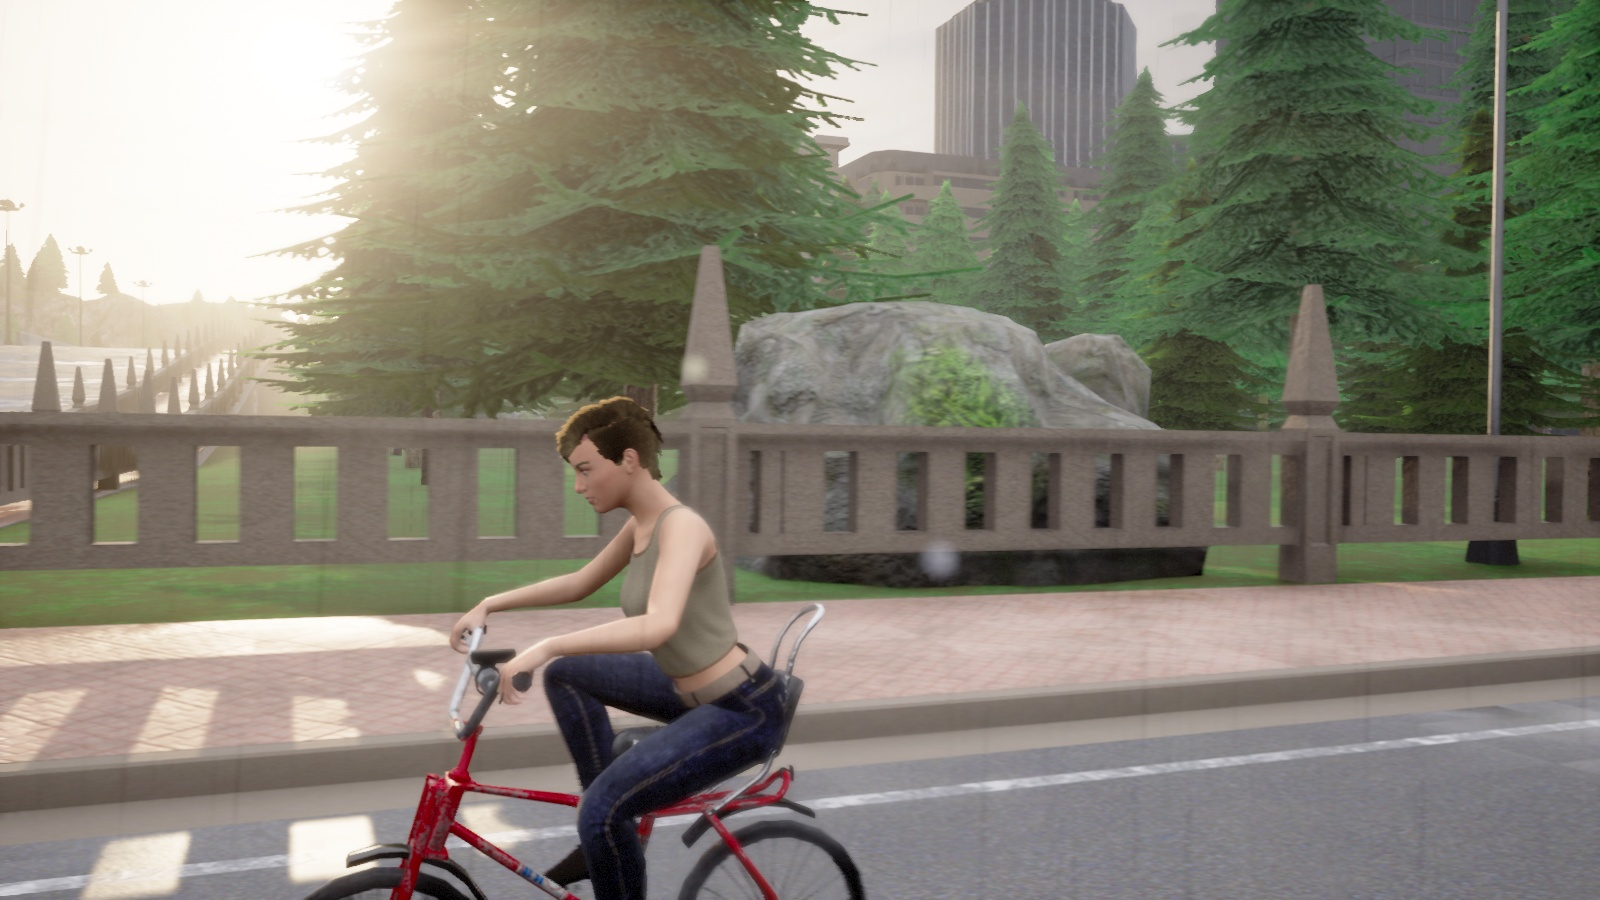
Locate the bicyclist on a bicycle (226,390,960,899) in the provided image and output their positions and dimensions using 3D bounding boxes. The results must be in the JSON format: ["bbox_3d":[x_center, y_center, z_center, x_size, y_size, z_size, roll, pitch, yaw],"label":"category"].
[{"bbox_3d":[-0.499,0.689,3.041,1.509,1.612,0.866,-2,1,-20],"label":"bicyclist on a bicycle"}]
